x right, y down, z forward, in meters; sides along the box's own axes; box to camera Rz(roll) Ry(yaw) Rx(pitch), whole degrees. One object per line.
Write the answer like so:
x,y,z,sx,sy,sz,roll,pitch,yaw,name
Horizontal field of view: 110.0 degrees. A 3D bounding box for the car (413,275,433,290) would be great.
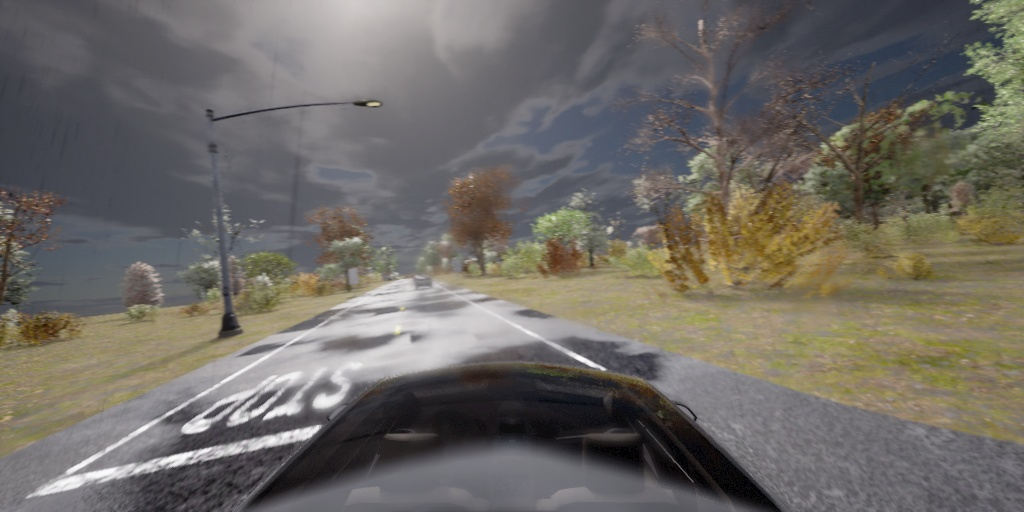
-9.932,2.890,40.214,2.128,1.511,4.902,-6,-1,-16,car
